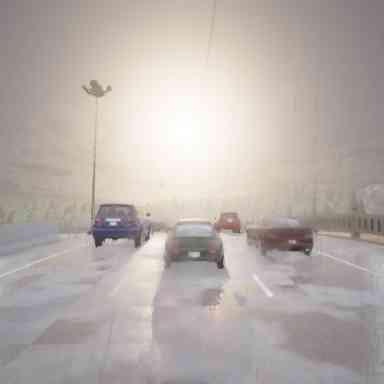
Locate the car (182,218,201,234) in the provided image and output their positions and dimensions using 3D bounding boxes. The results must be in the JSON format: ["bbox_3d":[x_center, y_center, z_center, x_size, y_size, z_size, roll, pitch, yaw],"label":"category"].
[{"bbox_3d":[-0.018,3.561,34.497,1.837,1.490,4.892,0,-7,0],"label":"car"}]

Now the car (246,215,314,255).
[{"bbox_3d":[3.552,1.735,14.282,1.882,1.535,5.008,0,-3,0],"label":"car"}]

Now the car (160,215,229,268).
[{"bbox_3d":[0.061,1.675,11.649,1.812,1.442,4.674,0,-2,0],"label":"car"}]

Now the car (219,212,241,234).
[{"bbox_3d":[3.485,3.121,33.258,2.150,2.045,5.566,0,-7,0],"label":"car"}]

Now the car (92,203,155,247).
[{"bbox_3d":[-3.458,1.635,17.210,2.150,2.045,5.566,0,-3,0],"label":"car"}]

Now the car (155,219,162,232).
[{"bbox_3d":[-3.523,3.691,35.733,1.882,1.535,5.008,0,-7,0],"label":"car"}]
